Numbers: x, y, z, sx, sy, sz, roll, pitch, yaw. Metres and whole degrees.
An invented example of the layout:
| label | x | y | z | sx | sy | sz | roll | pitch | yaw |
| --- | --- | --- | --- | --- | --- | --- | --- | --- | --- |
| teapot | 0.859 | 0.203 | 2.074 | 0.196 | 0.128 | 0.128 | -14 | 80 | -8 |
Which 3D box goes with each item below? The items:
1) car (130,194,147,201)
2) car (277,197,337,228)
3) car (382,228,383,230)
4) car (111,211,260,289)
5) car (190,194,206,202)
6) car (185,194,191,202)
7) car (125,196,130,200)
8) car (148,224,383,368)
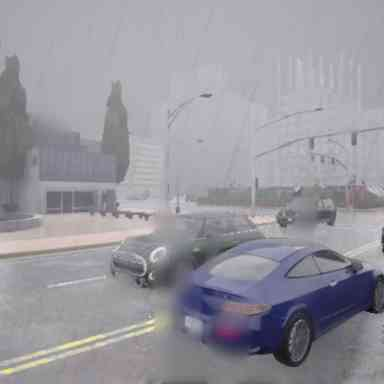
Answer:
| label | x | y | z | sx | sy | sz | roll | pitch | yaw |
| --- | --- | --- | --- | --- | --- | --- | --- | --- | --- |
| car | -14.031 | 1.364 | 89.943 | 1.905 | 1.878 | 3.866 | 0 | 0 | 44 |
| car | 7.781 | 1.330 | 22.182 | 2.150 | 2.045 | 5.566 | 0 | 0 | 42 |
| car | 8.884 | 1.558 | 12.977 | 2.128 | 1.511 | 4.902 | 0 | 0 | 43 |
| car | 0.090 | 1.378 | 9.146 | 4.553 | 1.767 | 2.097 | 0 | 0 | -44 |
| car | 2.201 | 1.612 | 74.334 | 1.970 | 1.475 | 3.806 | 0 | 0 | 44 |
| car | 0.125 | 1.372 | 76.352 | 1.905 | 1.878 | 3.866 | 0 | 0 | 44 |
| car | -16.077 | 1.361 | 91.990 | 1.932 | 1.855 | 4.605 | 0 | 0 | 44 |
| car | 1.732 | 1.548 | 5.798 | 4.674 | 1.442 | 1.812 | 1 | 0 | -42 |
